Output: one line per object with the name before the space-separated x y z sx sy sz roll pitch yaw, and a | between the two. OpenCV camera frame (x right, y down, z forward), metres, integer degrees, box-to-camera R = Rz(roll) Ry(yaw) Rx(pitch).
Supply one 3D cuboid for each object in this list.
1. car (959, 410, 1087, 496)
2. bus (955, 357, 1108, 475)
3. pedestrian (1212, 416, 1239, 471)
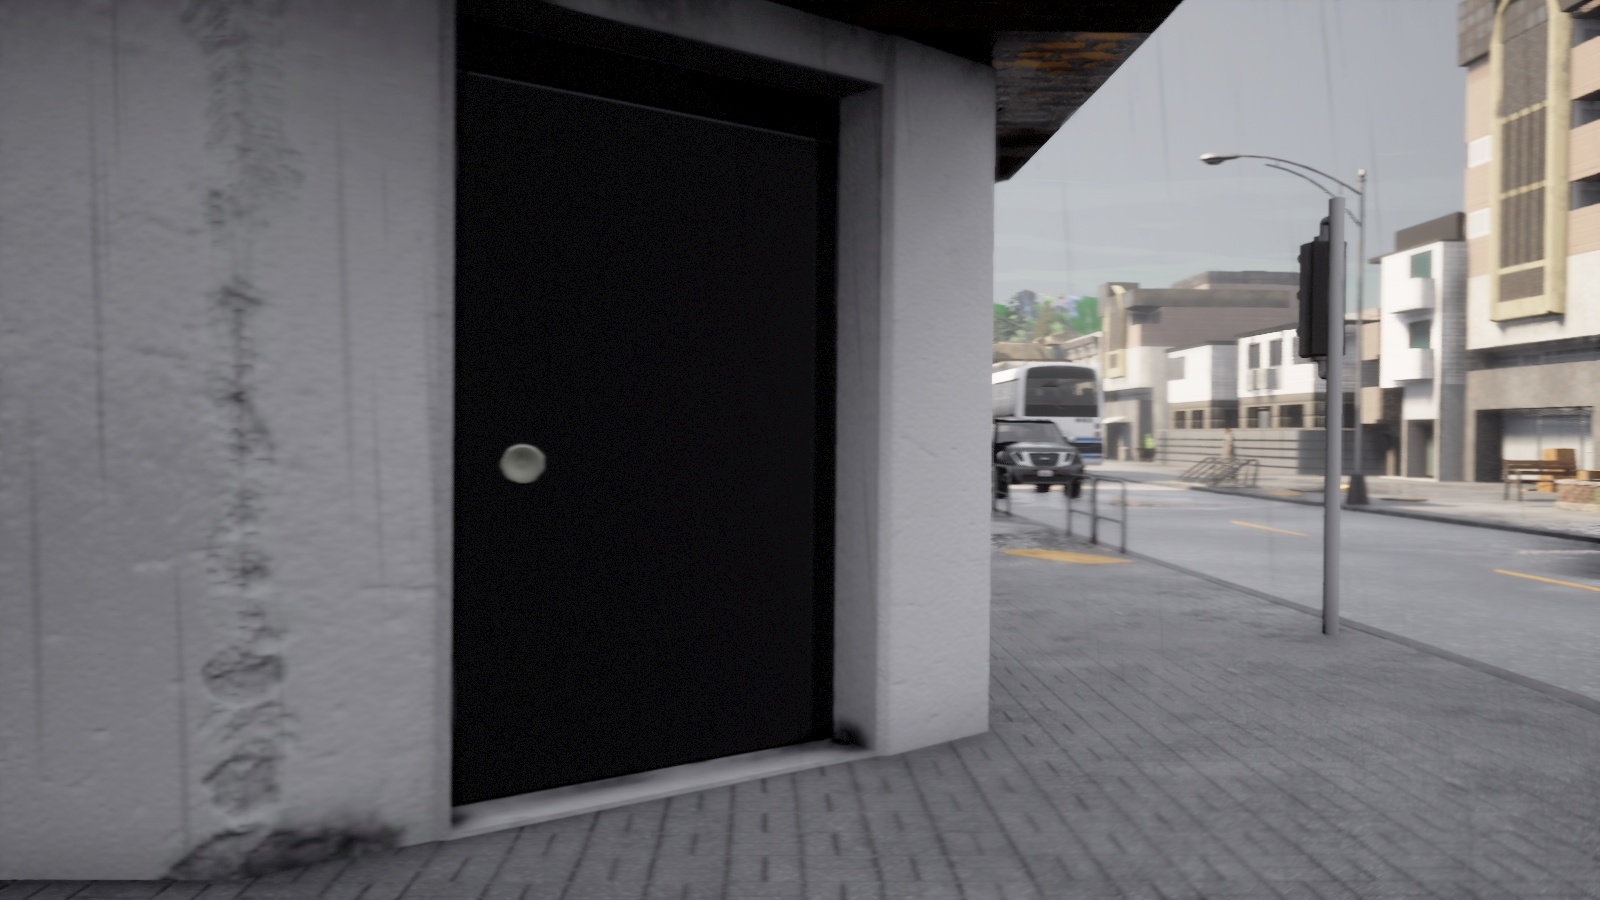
car | 5.711 0.040 32.945 2.150 2.045 5.566 -1 1 -2
bus | 9.072 -1.319 50.914 3.944 4.253 10.273 -1 1 -2
pedestrian | 15.310 -0.236 45.192 0.873 1.952 0.659 0 1 20
